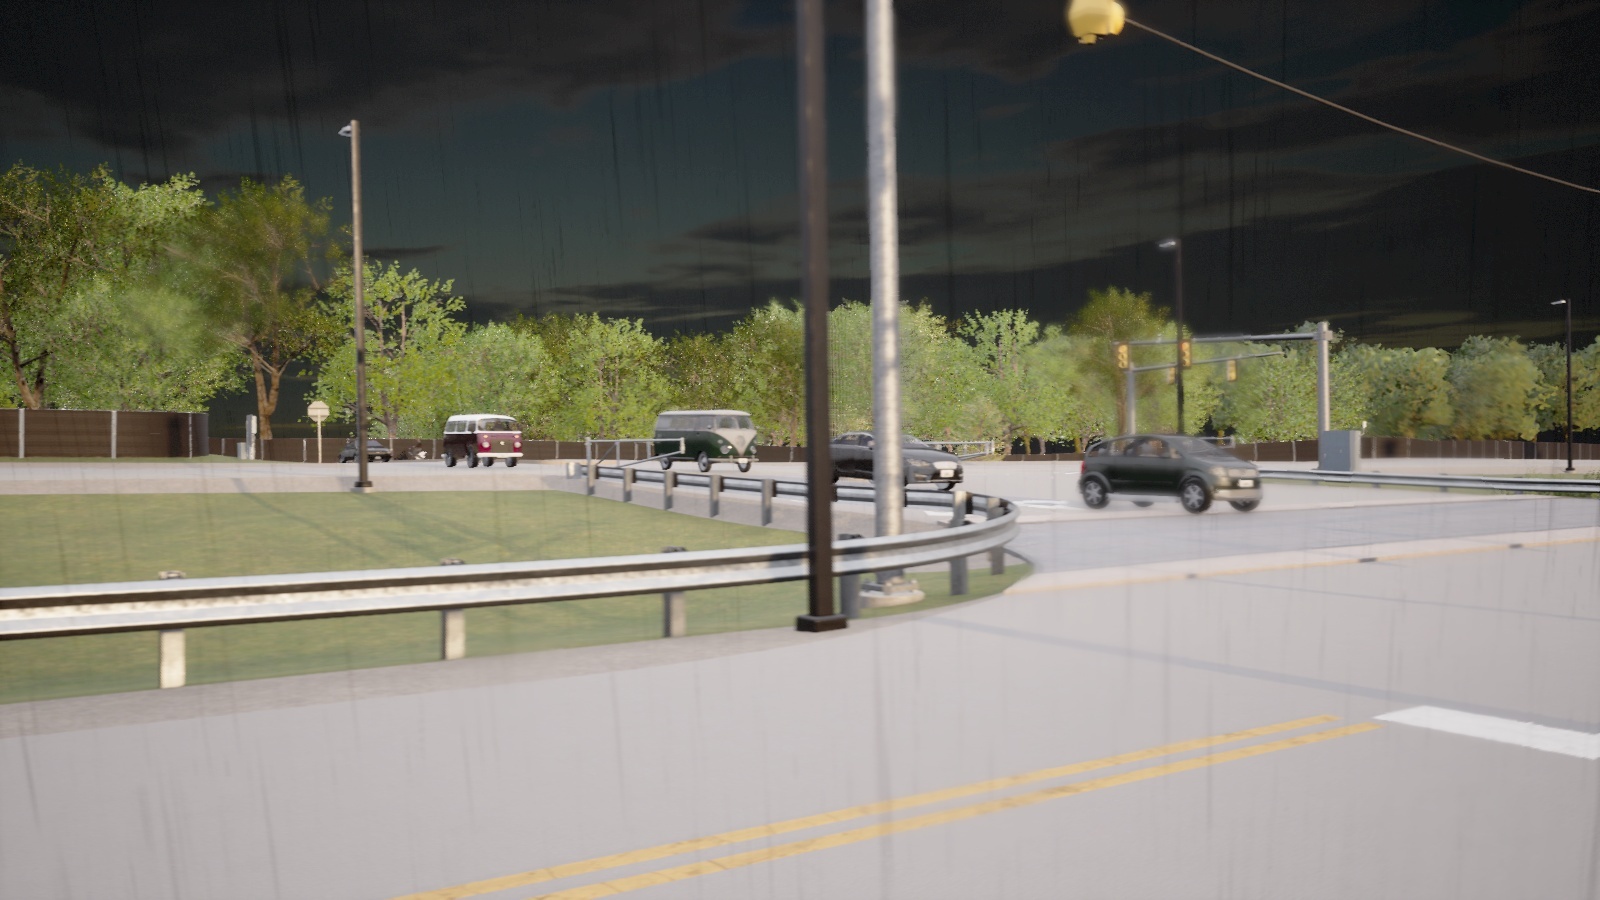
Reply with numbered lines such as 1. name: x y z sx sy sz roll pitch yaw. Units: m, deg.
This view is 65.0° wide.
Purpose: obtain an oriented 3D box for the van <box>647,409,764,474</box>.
1. van: -3.131 -0.286 40.655 1.775 1.987 4.442 0 1 -34

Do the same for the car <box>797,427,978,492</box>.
1. car: 2.186 0.195 32.851 2.128 1.511 4.902 0 2 -34

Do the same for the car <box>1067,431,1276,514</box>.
1. car: 7.377 0.422 25.226 1.789 1.549 3.705 0 0 -34

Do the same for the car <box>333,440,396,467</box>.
1. car: -25.418 0.209 73.145 2.033 1.411 5.357 -1 0 -35

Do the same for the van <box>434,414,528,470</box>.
1. van: -12.161 -0.292 47.716 2.069 2.038 4.480 0 0 -34
